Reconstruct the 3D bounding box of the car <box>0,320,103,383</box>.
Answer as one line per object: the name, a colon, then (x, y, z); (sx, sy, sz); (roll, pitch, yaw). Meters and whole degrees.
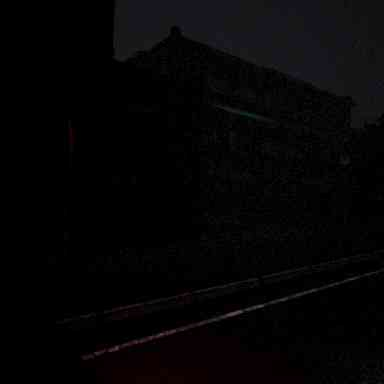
car: (-2.883, 1.600, 1.624); (4.718, 1.301, 1.895); (0, 0, -36)
